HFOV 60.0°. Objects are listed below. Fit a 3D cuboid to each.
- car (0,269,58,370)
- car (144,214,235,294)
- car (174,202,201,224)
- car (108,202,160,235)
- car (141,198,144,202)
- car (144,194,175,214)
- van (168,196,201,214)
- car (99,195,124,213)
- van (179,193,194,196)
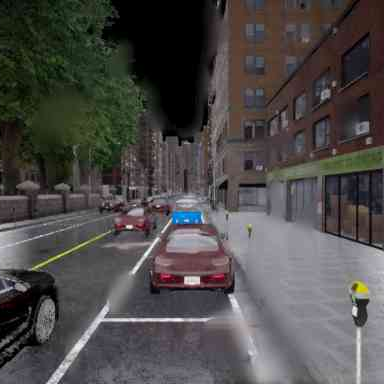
[{"bbox_3d":[-3.046,1.492,3.416,2.128,1.511,4.902,0,0,0],"label":"car"},{"bbox_3d":[0.004,1.523,8.650,1.812,1.442,4.674,0,0,0],"label":"car"},{"bbox_3d":[-0.290,1.532,25.659,1.887,1.381,4.507,0,0,0],"label":"car"},{"bbox_3d":[-3.046,1.519,18.473,1.812,1.442,4.674,0,0,0],"label":"car"},{"bbox_3d":[-6.146,1.450,47.379,1.882,1.535,5.008,0,0,0],"label":"car"},{"bbox_3d":[-3.145,1.332,33.188,2.097,1.767,4.553,0,0,0],"label":"car"},{"bbox_3d":[-0.290,1.333,19.998,1.690,1.788,3.998,0,0,0],"label":"van"},{"bbox_3d":[-8.815,1.291,36.940,2.192,1.841,5.009,0,0,0],"label":"car"},{"bbox_3d":[-0.290,1.317,36.980,1.690,1.788,3.998,0,0,0],"label":"van"}]
